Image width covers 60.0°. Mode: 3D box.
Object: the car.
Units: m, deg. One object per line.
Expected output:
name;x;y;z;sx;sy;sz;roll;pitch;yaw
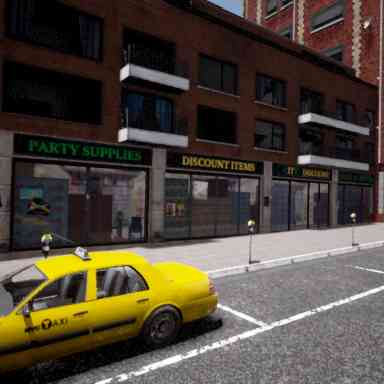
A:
car;-1.844;1.526;4.755;4.829;1.417;1.752;0;2;-35
